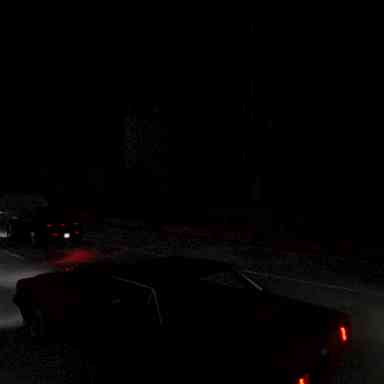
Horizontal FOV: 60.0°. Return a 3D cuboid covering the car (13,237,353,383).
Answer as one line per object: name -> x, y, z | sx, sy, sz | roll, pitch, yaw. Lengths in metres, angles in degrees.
car -> -0.532, 1.591, 4.584 | 4.718, 1.301, 1.895 | 0, 0, 38

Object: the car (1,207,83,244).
car -> -6.617, 1.437, 14.795 | 1.837, 1.490, 4.892 | 0, 0, -45
